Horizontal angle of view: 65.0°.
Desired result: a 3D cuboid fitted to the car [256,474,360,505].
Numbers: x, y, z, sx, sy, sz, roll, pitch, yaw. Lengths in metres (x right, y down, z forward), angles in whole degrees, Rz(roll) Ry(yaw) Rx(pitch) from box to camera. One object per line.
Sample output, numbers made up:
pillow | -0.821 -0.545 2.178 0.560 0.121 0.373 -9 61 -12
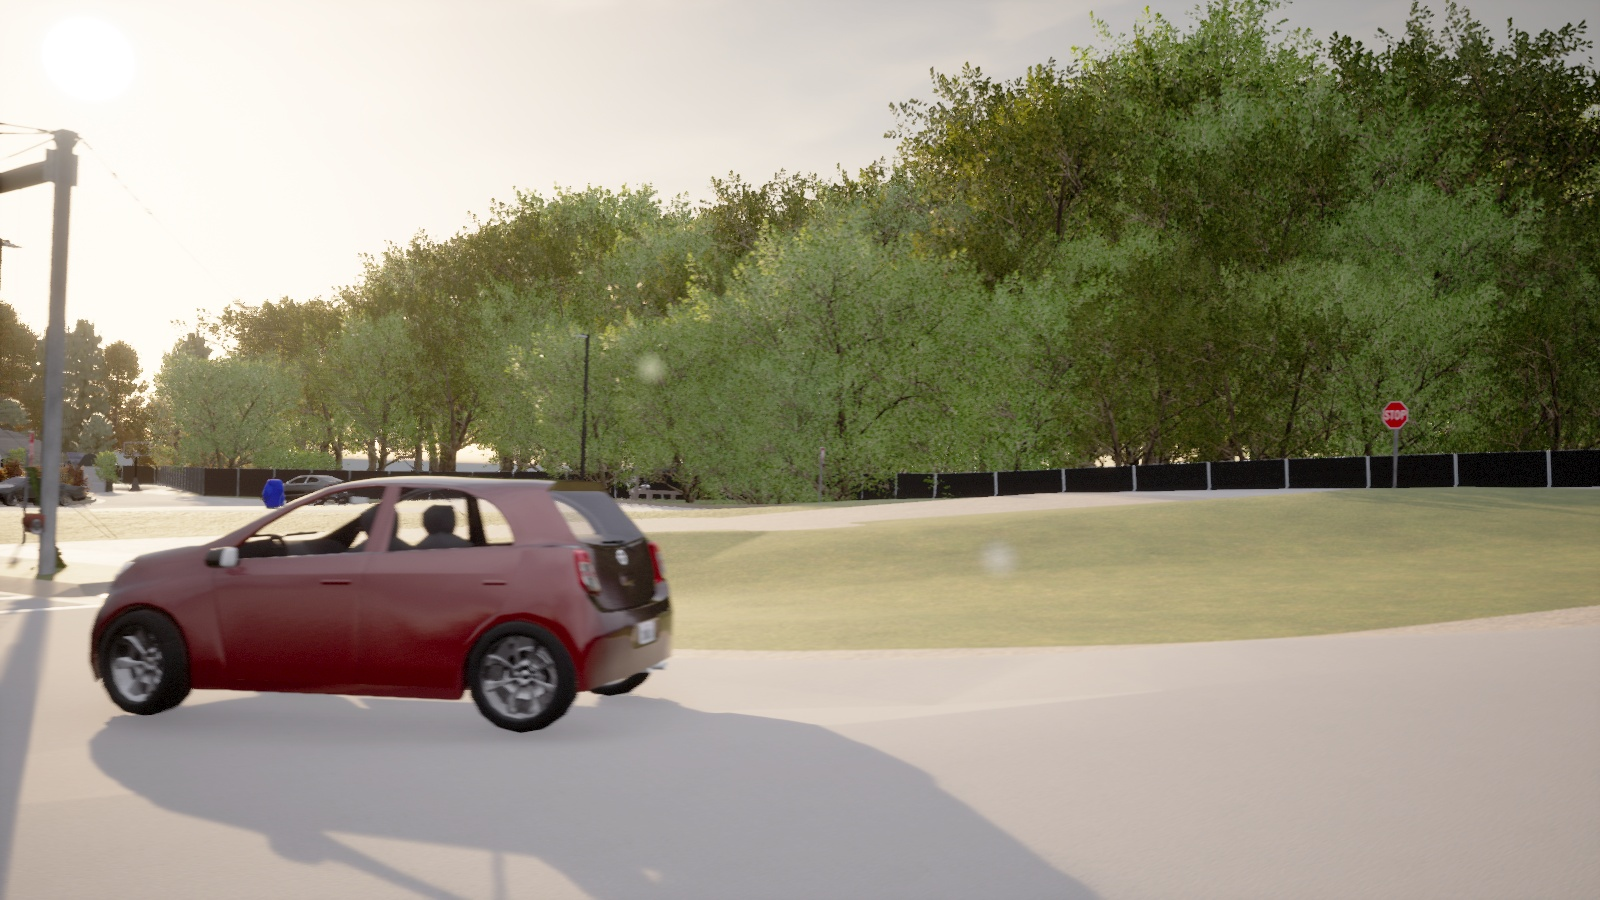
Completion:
car | -26.626 2.146 67.955 5.027 1.651 2.152 -1 -2 19

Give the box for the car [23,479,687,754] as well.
car | -2.761 0.957 8.185 3.633 1.501 1.845 0 -2 12

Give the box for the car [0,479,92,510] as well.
car | -36.701 2.120 59.645 2.033 1.411 5.357 1 -2 17
